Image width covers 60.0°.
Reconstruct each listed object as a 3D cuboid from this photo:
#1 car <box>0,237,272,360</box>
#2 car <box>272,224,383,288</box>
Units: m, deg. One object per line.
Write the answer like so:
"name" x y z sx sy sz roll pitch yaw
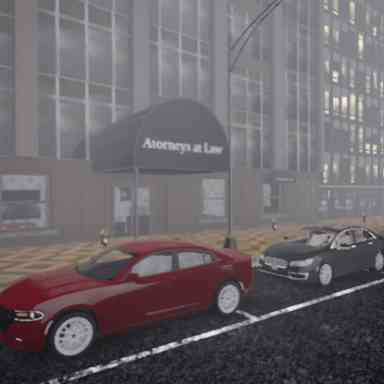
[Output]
"car" -0.867 1.557 5.951 4.507 1.381 1.887 0 -1 -36
"car" 3.759 1.591 9.253 4.403 1.369 2.008 0 -1 -36
